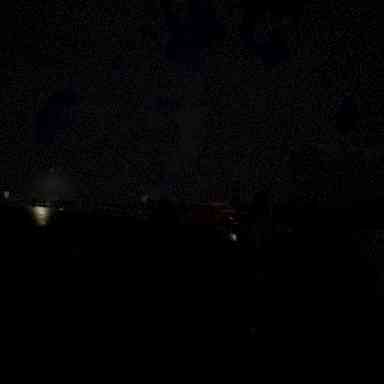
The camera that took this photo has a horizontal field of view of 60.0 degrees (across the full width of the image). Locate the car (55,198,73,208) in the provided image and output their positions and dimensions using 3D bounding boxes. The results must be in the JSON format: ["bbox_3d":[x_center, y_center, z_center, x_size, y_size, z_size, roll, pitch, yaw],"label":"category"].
[{"bbox_3d":[-20.823,1.686,54.032,1.882,1.535,5.008,-1,0,-35],"label":"car"}]

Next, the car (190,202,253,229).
[{"bbox_3d":[1.830,1.463,22.151,1.882,1.535,5.008,-1,1,-35],"label":"car"}]
